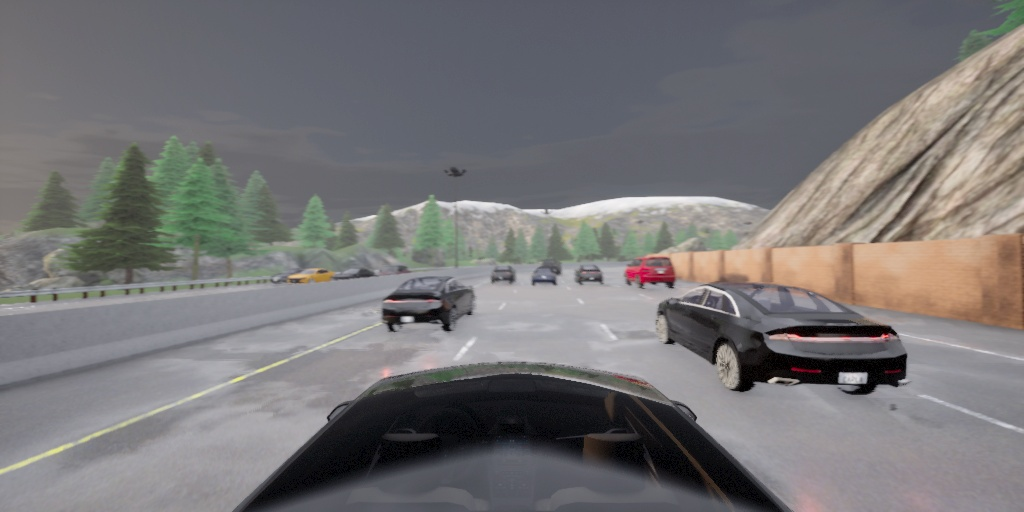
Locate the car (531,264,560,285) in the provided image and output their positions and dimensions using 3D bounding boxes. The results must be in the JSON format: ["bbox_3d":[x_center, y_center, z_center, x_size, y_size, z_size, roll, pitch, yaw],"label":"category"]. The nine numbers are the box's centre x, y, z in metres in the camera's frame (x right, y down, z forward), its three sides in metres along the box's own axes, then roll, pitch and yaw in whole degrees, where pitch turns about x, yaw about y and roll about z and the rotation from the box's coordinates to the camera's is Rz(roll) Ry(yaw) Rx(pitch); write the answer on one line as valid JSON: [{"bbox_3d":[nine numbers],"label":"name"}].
[{"bbox_3d":[2.622,1.595,29.259,1.994,1.385,4.181,-1,-1,6],"label":"car"}]

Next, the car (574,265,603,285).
[{"bbox_3d":[6.094,1.461,28.786,2.128,1.511,4.902,-1,-1,5],"label":"car"}]

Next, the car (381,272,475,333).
[{"bbox_3d":[-2.427,1.397,11.460,2.128,1.511,4.902,-1,-1,5],"label":"car"}]

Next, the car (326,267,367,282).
[{"bbox_3d":[-14.679,1.843,33.516,1.882,1.535,5.008,-1,-1,6],"label":"car"}]

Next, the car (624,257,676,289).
[{"bbox_3d":[9.213,1.085,24.306,2.150,2.045,5.566,-1,-1,5],"label":"car"}]

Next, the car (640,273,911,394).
[{"bbox_3d":[4.180,1.231,6.597,2.128,1.511,4.902,-1,-1,5],"label":"car"}]

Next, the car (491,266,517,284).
[{"bbox_3d":[-0.682,1.605,31.609,2.128,1.511,4.902,-1,-1,5],"label":"car"}]

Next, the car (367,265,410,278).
[{"bbox_3d":[-11.149,1.660,33.523,2.097,1.767,4.553,-1,-1,6],"label":"car"}]

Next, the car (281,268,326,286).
[{"bbox_3d":[-18.254,1.895,32.915,1.882,1.535,5.008,-1,-1,6],"label":"car"}]

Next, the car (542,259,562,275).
[{"bbox_3d":[4.993,1.402,45.066,2.150,2.045,5.566,-1,0,14],"label":"car"}]

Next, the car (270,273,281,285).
[{"bbox_3d":[-21.488,1.992,35.463,2.128,1.511,4.902,-1,-1,6],"label":"car"}]
